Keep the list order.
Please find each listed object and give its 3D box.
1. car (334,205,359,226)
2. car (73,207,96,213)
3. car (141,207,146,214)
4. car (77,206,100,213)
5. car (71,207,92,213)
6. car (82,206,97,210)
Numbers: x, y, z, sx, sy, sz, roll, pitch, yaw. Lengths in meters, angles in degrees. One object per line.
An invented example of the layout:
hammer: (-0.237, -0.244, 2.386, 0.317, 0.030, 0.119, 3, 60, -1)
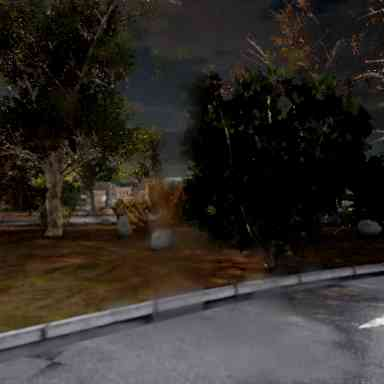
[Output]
car: (13.050, 1.402, 23.749, 5.566, 2.045, 2.435, 0, -1, -34)
car: (-26.780, 4.455, 83.032, 5.008, 1.535, 2.097, 0, -3, -34)
car: (-7.925, 2.905, 54.715, 4.674, 1.452, 2.002, 0, -3, -34)
car: (-24.962, 4.303, 80.314, 4.892, 1.521, 2.231, 0, -3, -34)
car: (-28.512, 4.642, 85.655, 4.674, 1.452, 2.002, 0, -3, -34)
car: (-23.154, 4.189, 77.585, 4.674, 1.452, 2.002, 0, -3, -34)
